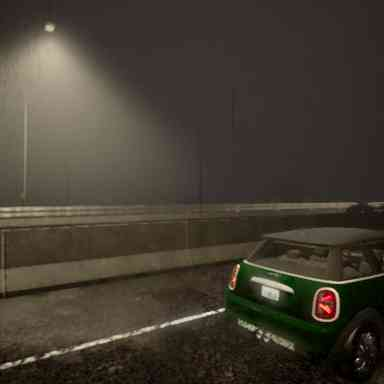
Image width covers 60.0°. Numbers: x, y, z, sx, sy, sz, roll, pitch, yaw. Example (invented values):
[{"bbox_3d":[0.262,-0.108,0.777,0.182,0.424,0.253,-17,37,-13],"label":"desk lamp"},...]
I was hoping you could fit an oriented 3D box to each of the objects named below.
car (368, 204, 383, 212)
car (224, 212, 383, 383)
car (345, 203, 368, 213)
[{"bbox_3d":[21.867,1.904,36.214,4.902,1.511,2.128,1,0,-34],"label":"car"},{"bbox_3d":[2.787,1.405,5.716,4.553,1.767,2.097,1,0,-35],"label":"car"},{"bbox_3d":[19.952,1.978,39.145,4.181,1.385,1.994,1,-1,-34],"label":"car"}]
